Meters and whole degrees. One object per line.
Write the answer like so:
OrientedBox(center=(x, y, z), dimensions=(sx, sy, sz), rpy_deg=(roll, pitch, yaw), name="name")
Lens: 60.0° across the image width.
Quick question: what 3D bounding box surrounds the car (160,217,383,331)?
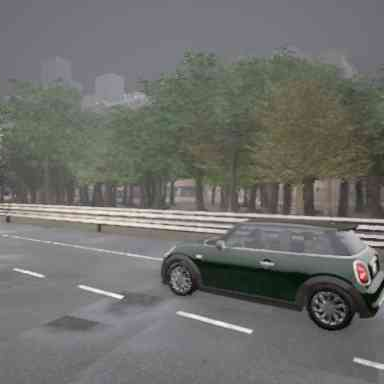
OrientedBox(center=(1.482, 1.352, 7.114), dimensions=(4.553, 1.767, 2.097), rpy_deg=(0, 0, 36), name="car")
